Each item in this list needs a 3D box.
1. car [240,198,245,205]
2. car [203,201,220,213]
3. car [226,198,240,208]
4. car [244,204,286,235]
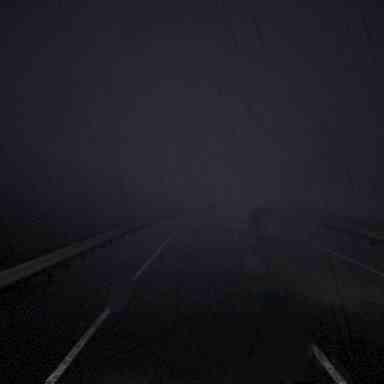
[{"bbox_3d":[11.414,2.277,78.741,1.837,1.490,4.892,0,-1,15],"label":"car"},{"bbox_3d":[2.705,2.026,45.811,1.837,1.490,4.892,0,-1,10],"label":"car"},{"bbox_3d":[7.748,2.265,64.751,1.812,1.442,4.674,0,-1,14],"label":"car"},{"bbox_3d":[4.520,1.717,20.645,1.882,1.535,5.008,0,-1,4],"label":"car"}]
